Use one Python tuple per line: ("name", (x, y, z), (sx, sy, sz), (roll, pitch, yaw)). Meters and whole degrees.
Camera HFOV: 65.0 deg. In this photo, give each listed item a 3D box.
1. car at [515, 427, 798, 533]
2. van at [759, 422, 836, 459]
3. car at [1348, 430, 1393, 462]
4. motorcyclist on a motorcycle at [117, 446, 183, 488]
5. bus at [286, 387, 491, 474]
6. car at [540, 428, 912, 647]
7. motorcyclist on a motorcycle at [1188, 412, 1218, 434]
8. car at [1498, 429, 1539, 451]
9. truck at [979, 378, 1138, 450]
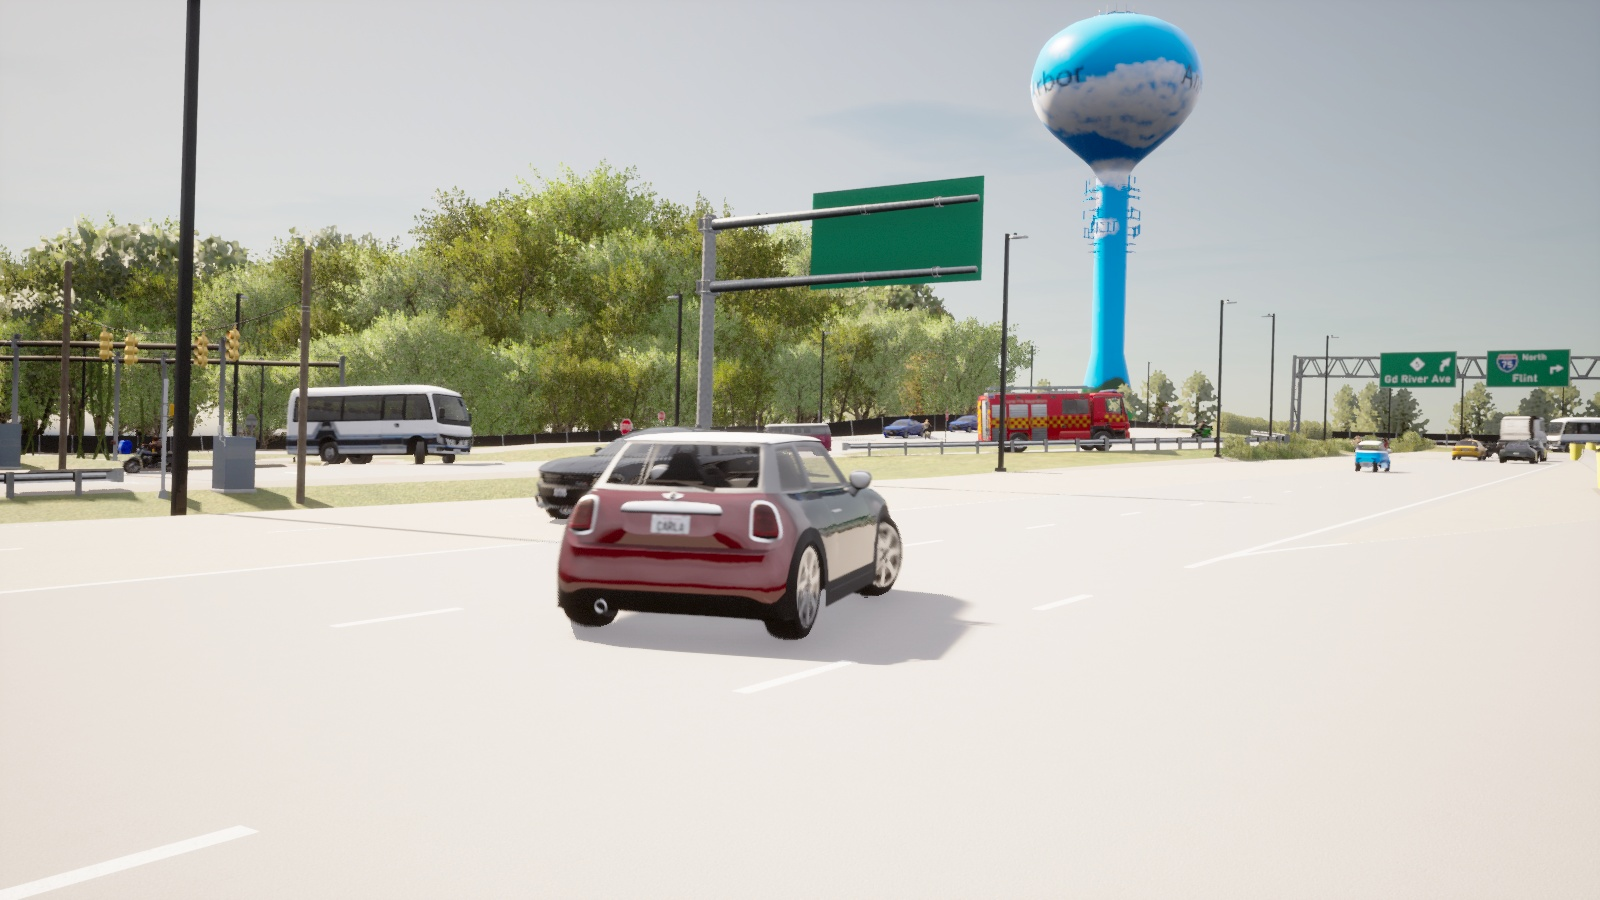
("car", (-2.213, 0.391, 20.887), (1.882, 1.535, 5.008), (1, 1, 34))
("van", (-0.192, -0.574, 74.932), (4.442, 1.987, 1.775), (-2, 0, -2))
("car", (25.428, -0.187, 55.905), (1.481, 1.376, 2.207), (1, 2, 34))
("motorcyclist on a motorcycle", (-27.154, 0.680, 52.513), (0.766, 1.649, 2.350), (1, 2, 33))
("bus", (-22.328, -0.932, 68.164), (10.273, 4.253, 3.944), (-2, -2, 19))
("car", (-0.388, 0.555, 10.567), (1.970, 1.475, 3.806), (0, 1, 16))
("motorcyclist on a motorcycle", (29.863, -1.987, 93.092), (2.044, 1.523, 0.797), (-2, 0, -26))
("car", (45.985, -0.660, 80.332), (1.994, 1.385, 4.181), (1, 1, 33))
("truck", (15.019, -2.088, 73.254), (8.468, 3.827, 2.891), (-2, 1, -7))
